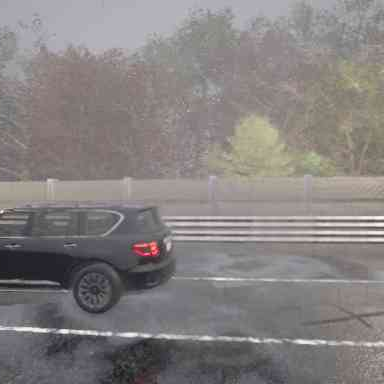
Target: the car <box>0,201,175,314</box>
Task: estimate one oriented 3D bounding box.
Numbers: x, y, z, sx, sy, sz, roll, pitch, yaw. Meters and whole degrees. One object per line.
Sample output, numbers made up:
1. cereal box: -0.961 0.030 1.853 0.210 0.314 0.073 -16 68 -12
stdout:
1. car: -3.150 1.243 7.374 5.566 2.045 2.150 0 0 9
